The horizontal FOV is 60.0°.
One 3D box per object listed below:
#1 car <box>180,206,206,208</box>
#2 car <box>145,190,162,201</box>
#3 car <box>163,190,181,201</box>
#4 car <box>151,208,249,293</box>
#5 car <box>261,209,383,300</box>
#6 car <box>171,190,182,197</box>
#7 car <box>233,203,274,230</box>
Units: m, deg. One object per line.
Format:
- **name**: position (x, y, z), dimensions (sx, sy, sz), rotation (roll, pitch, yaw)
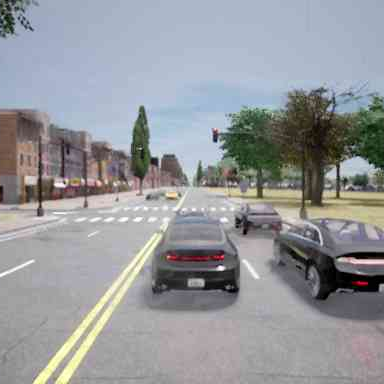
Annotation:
- **car**: position (0.048, 1.401, 17.806), dimensions (1.895, 1.301, 4.718), rotation (0, 1, 0)
- **car**: position (-6.588, 0.696, 55.404), dimensions (1.994, 1.385, 4.181), rotation (0, 1, 0)
- **car**: position (-3.337, 0.611, 55.354), dimensions (1.882, 1.535, 5.008), rotation (0, 1, 0)
- **car**: position (0.080, 1.392, 8.500), dimensions (1.837, 1.490, 4.892), rotation (0, 1, 0)
- **car**: position (3.328, 1.383, 8.058), dimensions (2.128, 1.511, 4.902), rotation (0, 1, 0)
- **car**: position (-3.265, 0.301, 70.691), dimensions (1.994, 1.385, 4.181), rotation (0, 1, 0)
- **car**: position (3.294, 1.297, 17.268), dimensions (2.128, 1.511, 4.902), rotation (0, 1, 0)
